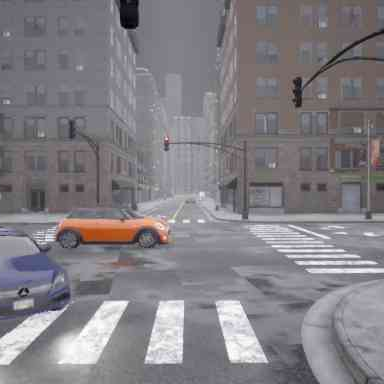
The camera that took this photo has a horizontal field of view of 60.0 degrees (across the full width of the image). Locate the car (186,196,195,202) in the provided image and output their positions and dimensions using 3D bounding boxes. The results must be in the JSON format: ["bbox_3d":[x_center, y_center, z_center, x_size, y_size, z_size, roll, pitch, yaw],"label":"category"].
[{"bbox_3d":[-0.410,1.484,73.744,1.895,1.301,4.718,0,0,0],"label":"car"}]

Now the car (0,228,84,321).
[{"bbox_3d":[-4.168,1.529,7.018,1.812,1.442,4.674,1,-1,-41],"label":"car"}]

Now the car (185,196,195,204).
[{"bbox_3d":[-0.337,1.649,63.739,1.895,1.301,4.718,0,0,0],"label":"car"}]

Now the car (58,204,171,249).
[{"bbox_3d":[-3.158,1.353,13.908,4.553,1.767,2.097,0,0,-1],"label":"car"}]
